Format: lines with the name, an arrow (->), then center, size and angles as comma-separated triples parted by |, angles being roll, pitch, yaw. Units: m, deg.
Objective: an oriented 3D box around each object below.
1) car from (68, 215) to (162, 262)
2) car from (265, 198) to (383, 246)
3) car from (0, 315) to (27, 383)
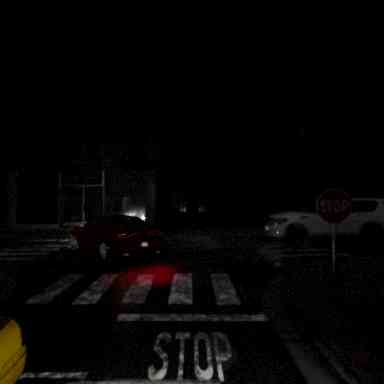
car -> -3.058, 1.603, 12.715 | 1.882, 1.535, 5.008 | 2, -2, -38
car -> 6.234, 1.309, 15.422 | 5.566, 2.045, 2.150 | -1, -2, 0
car -> -2.620, 1.541, 1.600 | 1.752, 1.417, 4.829 | 1, -1, 0
